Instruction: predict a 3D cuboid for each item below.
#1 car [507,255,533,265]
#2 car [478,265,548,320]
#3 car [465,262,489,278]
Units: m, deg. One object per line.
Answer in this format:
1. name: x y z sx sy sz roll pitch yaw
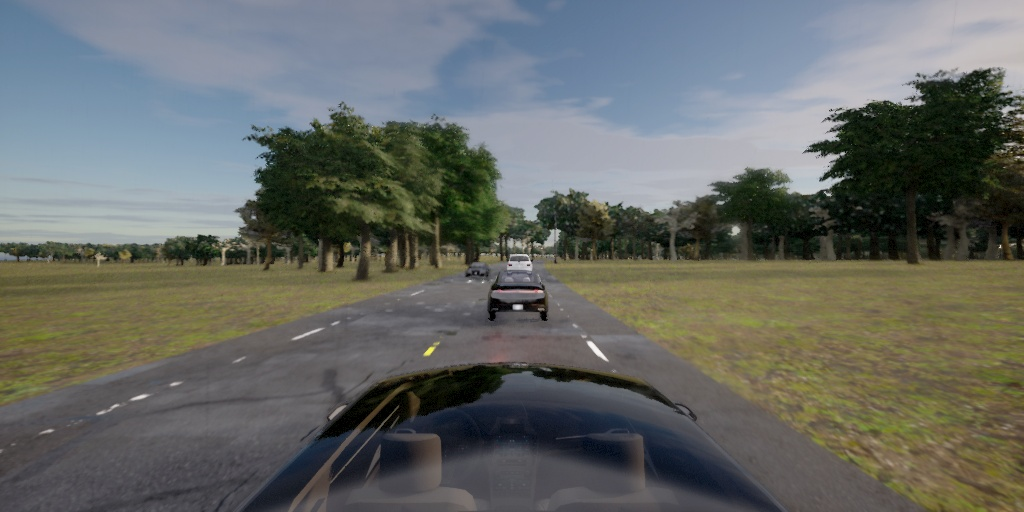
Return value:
1. car: 0.717 0.907 32.601 2.150 2.045 5.566 0 0 2
2. car: 0.201 1.228 12.564 2.128 1.511 4.902 0 0 1
3. car: -2.987 1.250 32.242 1.994 1.385 4.181 0 0 2
